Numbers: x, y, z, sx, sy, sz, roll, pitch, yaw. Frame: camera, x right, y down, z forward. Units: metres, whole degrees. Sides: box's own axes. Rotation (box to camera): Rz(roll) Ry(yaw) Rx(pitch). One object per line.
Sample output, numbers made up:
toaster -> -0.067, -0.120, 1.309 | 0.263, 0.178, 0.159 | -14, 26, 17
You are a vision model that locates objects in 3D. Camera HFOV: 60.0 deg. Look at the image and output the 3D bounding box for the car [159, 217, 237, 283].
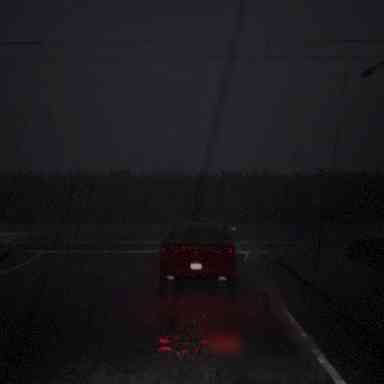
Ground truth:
car -> 0.286, 1.476, 9.796 | 1.882, 1.535, 5.008 | 0, 0, 5
